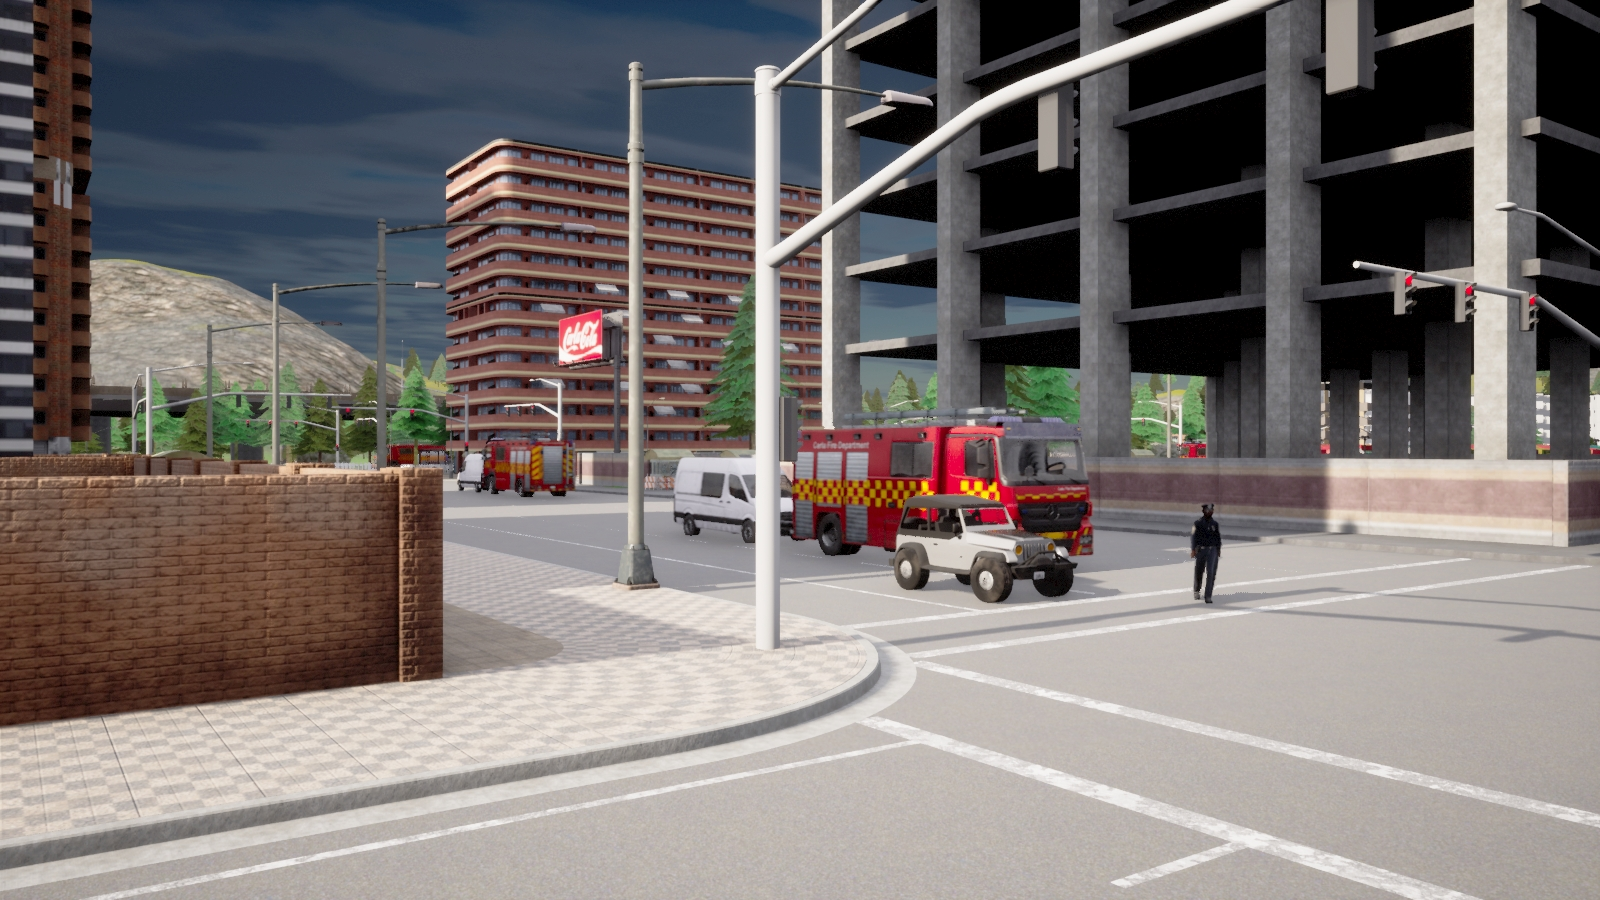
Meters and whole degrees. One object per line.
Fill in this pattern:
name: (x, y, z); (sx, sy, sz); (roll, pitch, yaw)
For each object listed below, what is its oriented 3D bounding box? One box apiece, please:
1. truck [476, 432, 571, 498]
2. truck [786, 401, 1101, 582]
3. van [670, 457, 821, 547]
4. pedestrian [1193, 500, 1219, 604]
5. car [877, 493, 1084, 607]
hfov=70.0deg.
truck: (-17.180, 0.889, 70.583); (2.891, 3.827, 8.468); (0, 0, -34)
truck: (3.223, 0.890, 28.530); (2.891, 3.827, 8.468); (0, 0, -35)
van: (-1.851, 1.532, 36.324); (1.988, 2.561, 5.915); (0, 0, -34)
pedestrian: (7.402, 1.848, 20.846); (0.375, 1.860, 0.375); (0, 0, 7)
car: (3.447, 1.857, 22.431); (1.905, 1.878, 3.866); (0, 0, -33)
